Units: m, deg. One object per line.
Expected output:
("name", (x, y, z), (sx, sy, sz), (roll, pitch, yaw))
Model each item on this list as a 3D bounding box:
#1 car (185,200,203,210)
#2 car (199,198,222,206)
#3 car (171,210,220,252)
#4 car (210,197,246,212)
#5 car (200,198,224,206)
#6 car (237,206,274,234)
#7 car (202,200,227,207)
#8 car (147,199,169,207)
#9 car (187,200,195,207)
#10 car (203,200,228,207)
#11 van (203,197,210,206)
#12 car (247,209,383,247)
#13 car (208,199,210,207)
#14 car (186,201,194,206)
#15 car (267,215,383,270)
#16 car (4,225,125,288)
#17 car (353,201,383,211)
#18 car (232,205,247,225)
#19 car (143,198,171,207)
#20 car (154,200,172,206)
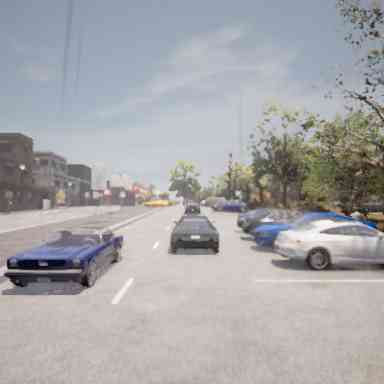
("car", (0.089, 1.960, 40.826), (1.812, 1.442, 4.674), (0, -1, 0))
("car", (4.680, 2.673, 85.454), (5.566, 2.045, 2.435), (0, -2, -1))
("car", (0.121, 1.722, 14.757), (1.994, 1.385, 4.181), (0, -1, 0))
("car", (5.109, 1.831, 44.862), (4.553, 1.767, 2.185), (0, -1, 0))
("car", (4.753, 2.455, 79.996), (5.566, 2.045, 2.435), (0, -2, -1))
("car", (5.077, 1.665, 17.250), (4.892, 1.521, 2.231), (0, -1, 0))
("car", (5.018, 2.510, 74.276), (5.366, 1.575, 1.946), (0, -2, -1))
("car", (-7.387, 2.322, 72.280), (4.553, 1.767, 2.185), (0, -2, -1))
("car", (-0.296, 2.629, 77.981), (1.882, 1.535, 5.008), (0, -2, -1))
("car", (5.041, 2.430, 71.616), (5.366, 1.575, 1.946), (0, -2, 0))
("van", (4.764, 2.130, 68.826), (4.442, 1.987, 1.878), (0, -2, -1))
("car", (5.089, 1.629, 13.977), (5.008, 1.535, 2.097), (0, -1, 0))
("car", (5.036, 2.032, 48.030), (4.674, 1.452, 2.002), (0, -1, 0))
("car", (-0.413, 3.074, 88.416), (1.895, 1.301, 4.718), (0, -3, 2))
("car", (5.081, 1.636, 10.828), (4.674, 1.452, 2.002), (0, -1, 0))
("car", (-3.343, 1.705, 9.701), (1.895, 1.301, 4.718), (0, -1, 0))
("car", (19.941, 1.710, 36.348), (4.902, 1.511, 2.128), (-1, -3, -1))
("car", (5.079, 1.739, 20.526), (4.674, 1.452, 2.002), (0, -1, 0))
("car", (-7.577, 2.363, 69.358), (5.366, 1.575, 1.946), (0, -2, -1))
("car", (-7.557, 2.878, 87.451), (4.553, 1.767, 2.185), (0, -2, -1))
